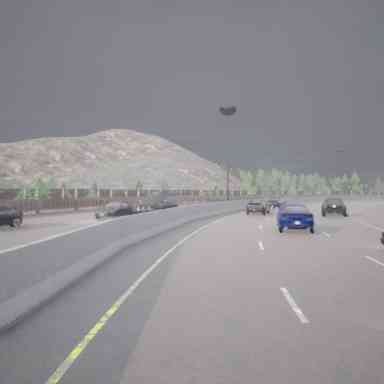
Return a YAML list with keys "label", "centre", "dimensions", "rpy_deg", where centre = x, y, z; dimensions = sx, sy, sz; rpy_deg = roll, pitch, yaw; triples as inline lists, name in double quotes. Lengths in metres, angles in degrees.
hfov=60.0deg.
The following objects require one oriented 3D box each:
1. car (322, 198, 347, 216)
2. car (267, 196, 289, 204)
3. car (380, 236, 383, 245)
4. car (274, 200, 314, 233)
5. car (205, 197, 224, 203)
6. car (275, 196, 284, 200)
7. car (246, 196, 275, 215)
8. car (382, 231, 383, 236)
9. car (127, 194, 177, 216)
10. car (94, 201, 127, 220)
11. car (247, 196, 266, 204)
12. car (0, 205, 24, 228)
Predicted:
- label: "car"
  centre: [13.782, 1.350, 32.356]
  dimensions: [2.097, 1.767, 4.553]
  rpy_deg: [0, 0, 22]
- label: "car"
  centre: [16.549, 1.541, 64.149]
  dimensions: [2.033, 1.411, 5.357]
  rpy_deg: [0, 0, 40]
- label: "car"
  centre: [3.773, 1.491, 2.780]
  dimensions: [2.128, 1.511, 4.902]
  rpy_deg: [0, 0, 2]
- label: "car"
  centre: [6.136, 1.476, 20.036]
  dimensions: [1.882, 1.535, 5.008]
  rpy_deg: [0, 0, 13]
- label: "car"
  centre: [3.969, 1.559, 58.793]
  dimensions: [1.994, 1.385, 4.181]
  rpy_deg: [0, 0, 34]
- label: "car"
  centre: [11.003, 1.501, 43.032]
  dimensions: [1.837, 1.490, 4.892]
  rpy_deg: [0, 0, 28]
- label: "car"
  centre: [6.706, 1.489, 33.510]
  dimensions: [2.128, 1.511, 4.902]
  rpy_deg: [0, 0, 21]
- label: "car"
  centre: [7.824, 1.547, 10.289]
  dimensions: [2.033, 1.411, 5.357]
  rpy_deg: [0, 0, 8]
- label: "car"
  centre: [-2.926, 1.220, 27.650]
  dimensions: [2.150, 2.045, 5.566]
  rpy_deg: [0, 0, 16]
- label: "car"
  centre: [-6.374, 1.524, 28.191]
  dimensions: [1.812, 1.442, 4.674]
  rpy_deg: [0, 0, 16]
- label: "car"
  centre: [12.535, 1.557, 64.670]
  dimensions: [1.994, 1.385, 4.181]
  rpy_deg: [0, 0, 39]
- label: "car"
  centre: [-12.042, 1.504, 19.427]
  dimensions: [1.837, 1.490, 4.892]
  rpy_deg: [0, 0, 11]
